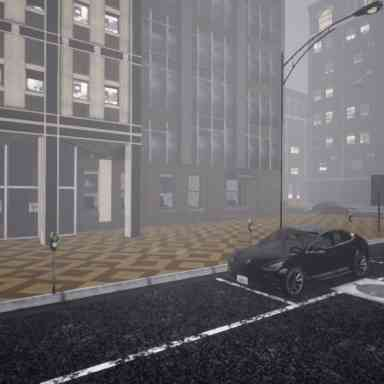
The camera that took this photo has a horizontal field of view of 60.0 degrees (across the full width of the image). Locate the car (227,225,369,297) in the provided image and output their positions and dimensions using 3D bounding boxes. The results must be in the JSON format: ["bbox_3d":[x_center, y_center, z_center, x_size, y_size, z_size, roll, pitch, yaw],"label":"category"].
[{"bbox_3d":[2.888,1.567,8.621,4.313,1.339,1.947,0,0,-36],"label":"car"}]

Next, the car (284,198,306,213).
[{"bbox_3d":[9.754,1.466,34.749,1.752,1.417,4.829,0,0,-36],"label":"car"}]

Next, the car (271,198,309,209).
[{"bbox_3d":[13.059,1.498,44.513,1.752,1.417,4.829,0,0,-36],"label":"car"}]

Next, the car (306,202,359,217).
[{"bbox_3d":[12.956,1.533,30.287,1.802,1.307,4.206,0,0,-36],"label":"car"}]
